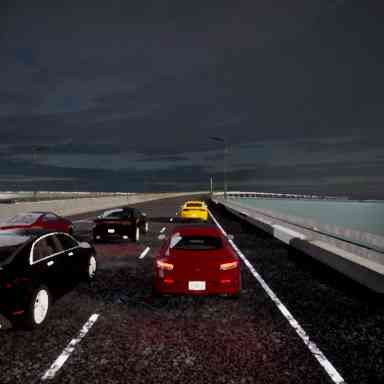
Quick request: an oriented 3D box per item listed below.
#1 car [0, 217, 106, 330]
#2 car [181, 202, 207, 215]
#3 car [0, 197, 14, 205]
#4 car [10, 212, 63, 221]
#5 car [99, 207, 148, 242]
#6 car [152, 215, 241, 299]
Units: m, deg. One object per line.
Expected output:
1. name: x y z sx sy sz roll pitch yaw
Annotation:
1. car: -3.398 1.506 6.877 1.837 1.490 4.892 0 0 0
2. car: 0.175 1.480 25.890 1.882 1.535 5.008 0 0 0
3. car: -17.496 1.357 29.267 2.097 1.767 4.553 0 0 1
4. car: -6.882 1.566 14.958 1.994 1.385 4.181 0 0 0
5. car: -3.377 1.480 16.396 1.882 1.535 5.008 0 0 0
6. car: 0.102 1.527 8.314 1.812 1.442 4.674 0 0 0
